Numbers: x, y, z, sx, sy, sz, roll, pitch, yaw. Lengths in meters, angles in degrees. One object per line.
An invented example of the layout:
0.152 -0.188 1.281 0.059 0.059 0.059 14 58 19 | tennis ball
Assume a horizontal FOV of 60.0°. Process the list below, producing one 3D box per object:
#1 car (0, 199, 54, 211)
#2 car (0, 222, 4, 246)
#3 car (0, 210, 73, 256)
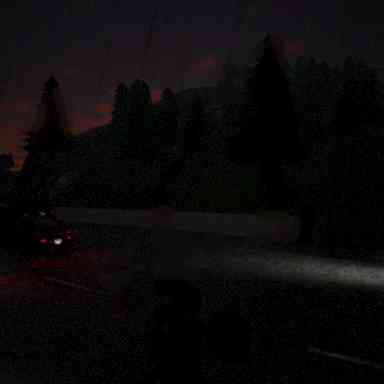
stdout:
-11.330 1.490 22.486 5.566 2.045 2.150 -1 0 43 | car
-7.744 1.669 10.125 4.674 1.442 1.812 -1 0 39 | car
-6.769 1.688 13.883 4.674 1.442 1.812 -1 0 40 | car
